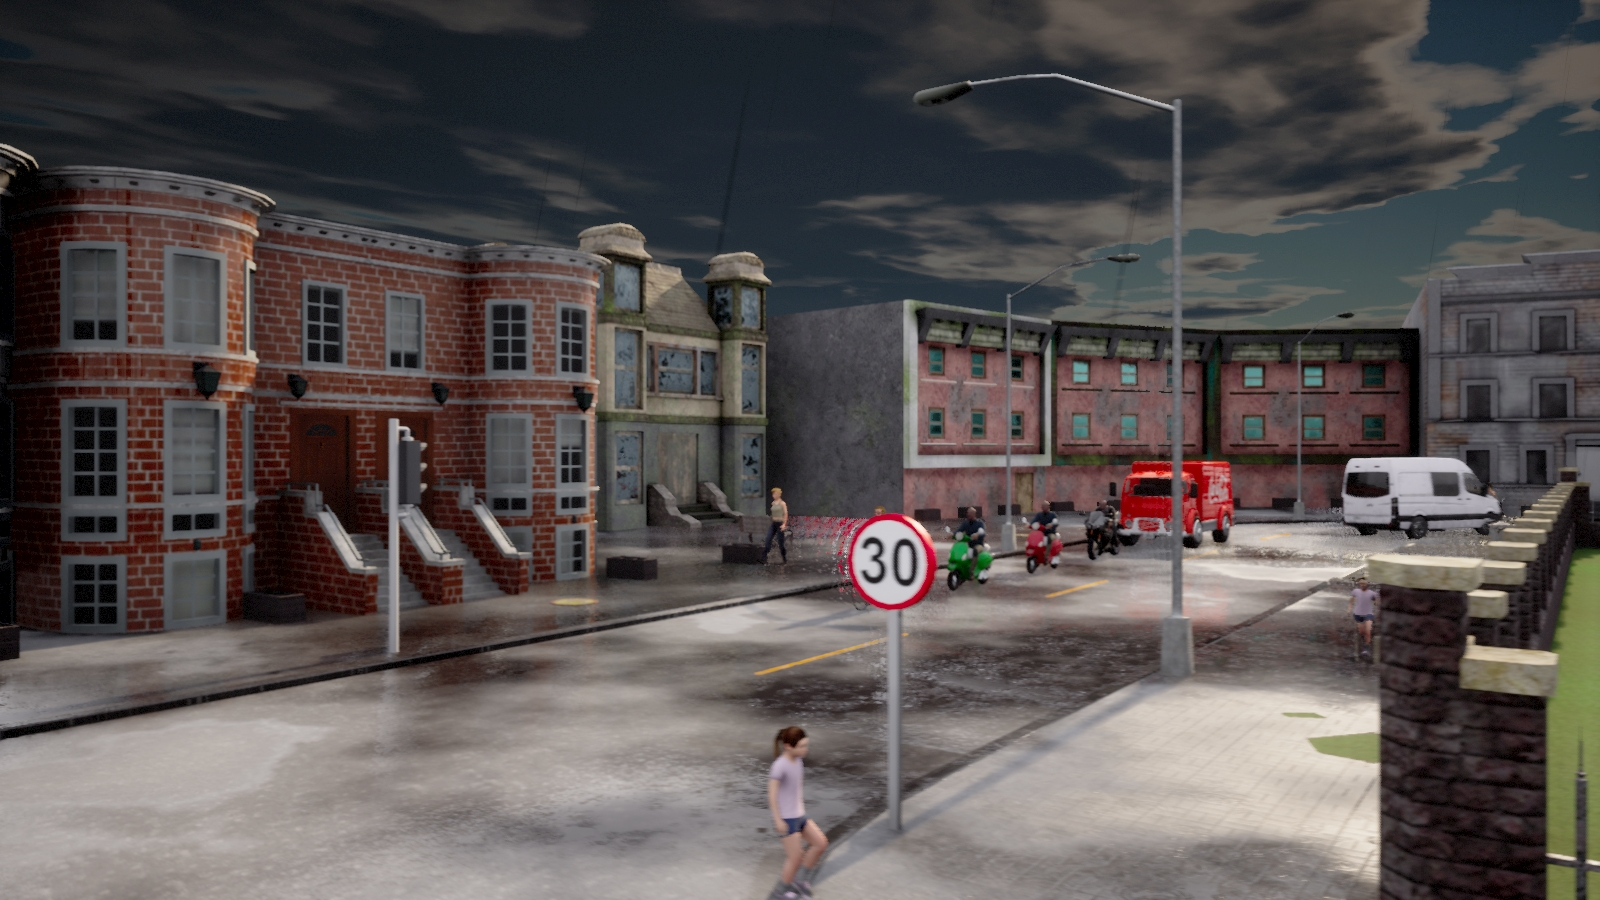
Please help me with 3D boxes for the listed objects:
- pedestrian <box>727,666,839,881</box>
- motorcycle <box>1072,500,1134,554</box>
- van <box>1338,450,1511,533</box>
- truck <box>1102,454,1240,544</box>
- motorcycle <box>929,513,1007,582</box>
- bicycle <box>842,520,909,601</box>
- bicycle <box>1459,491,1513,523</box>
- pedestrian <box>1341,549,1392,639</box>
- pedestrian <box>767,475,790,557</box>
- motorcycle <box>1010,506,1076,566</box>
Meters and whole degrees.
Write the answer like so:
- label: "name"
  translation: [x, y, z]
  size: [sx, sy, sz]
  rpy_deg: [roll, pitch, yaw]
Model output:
- label: "pedestrian"
  translation: [-0.095, 1.896, 6.807]
  size: [0.500, 1.100, 0.500]
  rpy_deg: [0, 0, 24]
- label: "motorcycle"
  translation: [7.929, 1.985, 29.805]
  size: [0.867, 1.251, 2.209]
  rpy_deg: [0, 0, 35]
- label: "van"
  translation: [20.536, 1.316, 37.511]
  size: [5.915, 2.561, 1.988]
  rpy_deg: [0, -1, -27]
- label: "truck"
  translation: [11.210, 1.348, 34.258]
  size: [2.627, 2.467, 5.204]
  rpy_deg: [0, 0, 33]
- label: "motorcycle"
  translation: [3.452, 1.962, 23.315]
  size: [0.856, 1.236, 1.805]
  rpy_deg: [0, 0, 35]
- label: "bicycle"
  translation: [1.360, 1.936, 20.327]
  size: [0.373, 1.296, 1.643]
  rpy_deg: [0, 0, 35]
- label: "bicycle"
  translation: [24.792, 2.038, 41.310]
  size: [1.487, 1.080, 0.859]
  rpy_deg: [0, 2, 15]
- label: "pedestrian"
  translation: [7.504, 1.897, 15.138]
  size: [0.500, 1.100, 0.500]
  rpy_deg: [0, 0, 40]
- label: "pedestrian"
  translation: [-0.498, 1.525, 26.420]
  size: [0.375, 1.860, 0.375]
  rpy_deg: [0, 0, 43]
- label: "motorcycle"
  translation: [5.627, 1.962, 26.411]
  size: [0.856, 1.236, 1.805]
  rpy_deg: [0, 0, 35]
